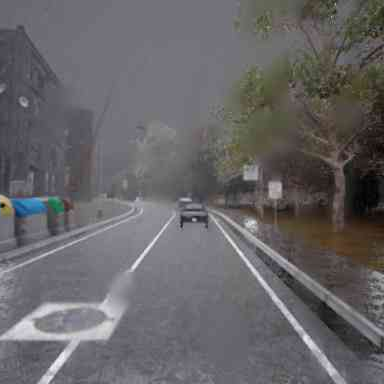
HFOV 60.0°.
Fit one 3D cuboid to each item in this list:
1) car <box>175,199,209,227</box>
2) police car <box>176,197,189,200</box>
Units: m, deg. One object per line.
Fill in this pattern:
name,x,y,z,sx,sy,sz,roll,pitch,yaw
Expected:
car,0.141,1.481,22.870,2.128,1.511,4.902,0,0,0
police car,-0.999,1.425,41.503,1.930,1.638,5.238,1,0,-9
